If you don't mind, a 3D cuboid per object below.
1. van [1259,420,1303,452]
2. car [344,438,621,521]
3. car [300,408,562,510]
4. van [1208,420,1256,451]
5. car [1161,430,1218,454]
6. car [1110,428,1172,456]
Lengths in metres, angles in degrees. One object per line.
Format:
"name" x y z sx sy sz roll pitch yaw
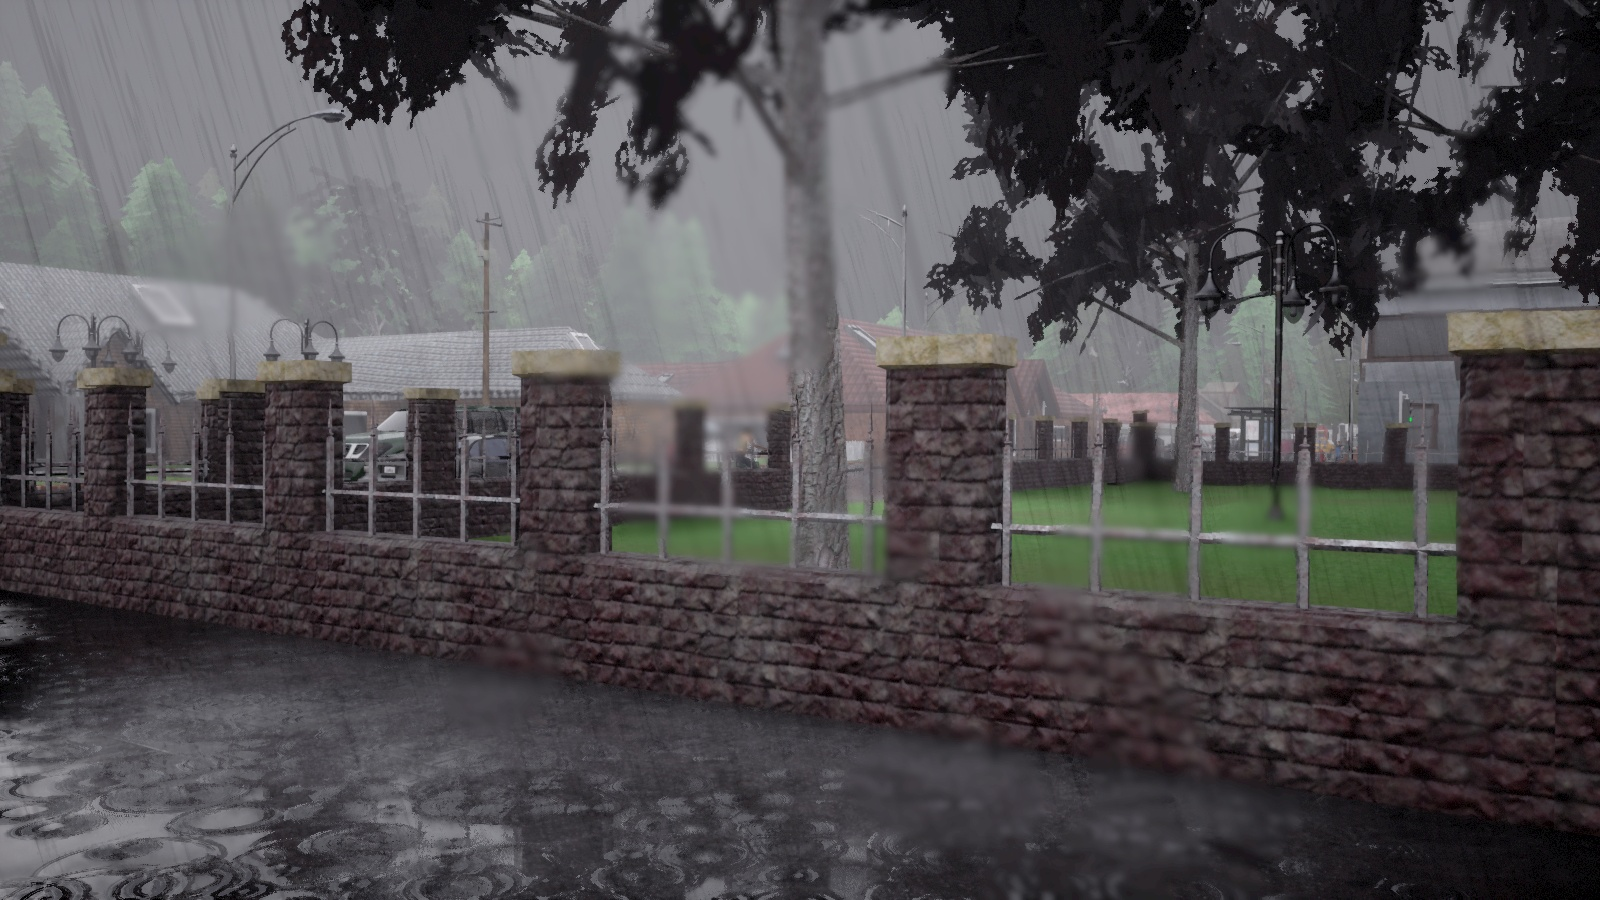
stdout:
"van" 31.410 -0.919 81.960 1.775 1.987 4.442 0 1 33
"car" -6.040 0.496 24.689 2.033 1.411 5.357 0 1 32
"car" -8.111 0.138 28.252 2.150 2.045 5.566 0 1 33
"van" 29.964 -1.017 87.055 2.069 2.038 4.480 0 2 33
"car" 24.409 -0.515 78.576 2.033 1.411 5.357 0 1 33
"car" 19.229 -0.460 70.638 2.007 1.525 4.514 0 1 34
